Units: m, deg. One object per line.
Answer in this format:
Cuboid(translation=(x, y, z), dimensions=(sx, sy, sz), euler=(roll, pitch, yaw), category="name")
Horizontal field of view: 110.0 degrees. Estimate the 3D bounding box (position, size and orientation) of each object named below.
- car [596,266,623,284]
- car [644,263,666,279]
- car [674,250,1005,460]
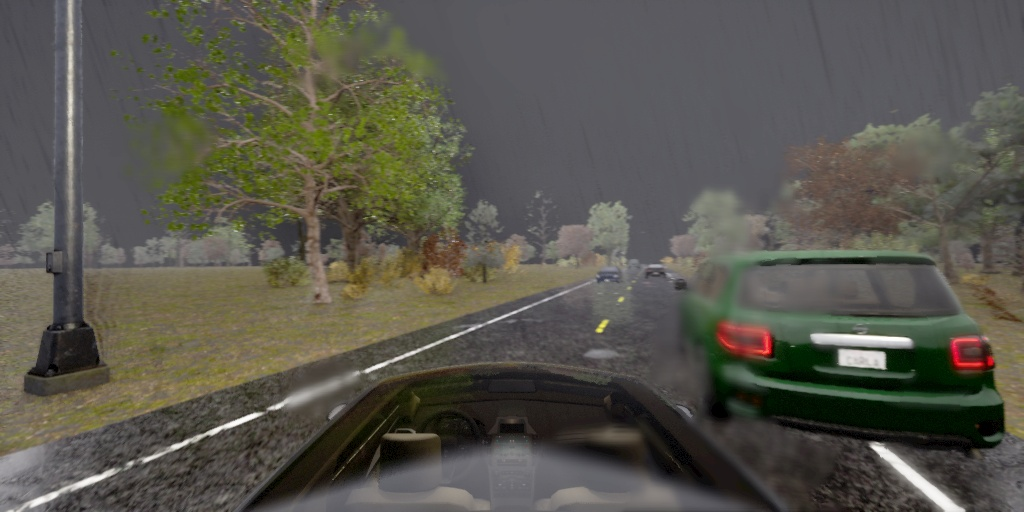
Cuboid(translation=(8.421, 1.562, 30.743), dimensions=(2.033, 1.411, 5.357), euler=(-1, -1, 21), category="car")
Cuboid(translation=(14.466, 1.493, 36.187), dimensions=(1.882, 1.535, 5.008), euler=(-1, -1, 21), category="car")
Cuboid(translation=(3.864, 0.964, 5.479), dimensions=(2.150, 2.045, 5.566), euler=(-1, -1, 21), category="car")
